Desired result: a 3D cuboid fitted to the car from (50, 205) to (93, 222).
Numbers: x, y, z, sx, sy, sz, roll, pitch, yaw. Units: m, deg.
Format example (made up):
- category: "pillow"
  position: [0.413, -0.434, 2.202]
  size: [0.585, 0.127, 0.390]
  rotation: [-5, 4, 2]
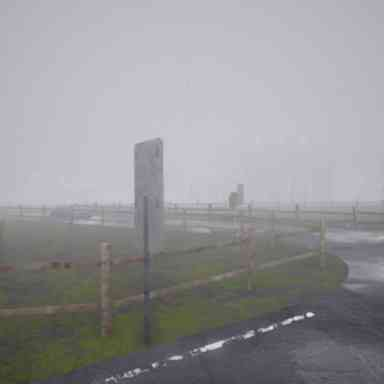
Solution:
- category: "car"
  position: [-10.801, 1.866, 29.793]
  size: [4.181, 1.385, 1.994]
  rotation: [-1, 0, 35]
